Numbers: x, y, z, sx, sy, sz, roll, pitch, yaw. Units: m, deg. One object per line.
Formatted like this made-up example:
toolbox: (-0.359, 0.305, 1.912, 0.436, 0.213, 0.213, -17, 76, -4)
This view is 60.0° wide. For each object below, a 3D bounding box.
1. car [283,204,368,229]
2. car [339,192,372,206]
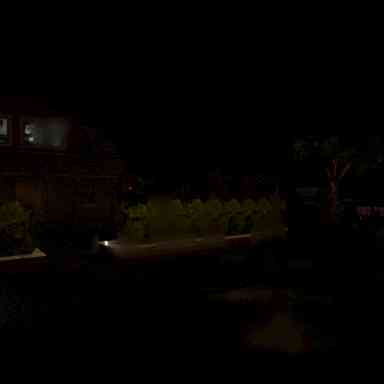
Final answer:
car: (8.191, 1.601, 21.104, 1.895, 1.301, 4.718, 0, 0, -34)
car: (17.447, 0.985, 36.215, 3.866, 1.878, 1.905, 0, 0, 0)
